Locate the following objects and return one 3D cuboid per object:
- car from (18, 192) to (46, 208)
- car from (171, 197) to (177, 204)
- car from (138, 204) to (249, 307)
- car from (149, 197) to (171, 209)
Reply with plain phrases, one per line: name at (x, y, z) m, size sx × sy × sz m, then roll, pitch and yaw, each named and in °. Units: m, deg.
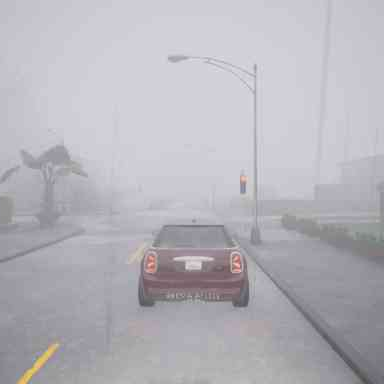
car at (-19.729, 0.985, 42.014) m, size 1.905 × 1.878 × 3.866 m, roll 0°, pitch 0°, yaw 35°
car at (-4.045, 1.563, 54.631) m, size 1.994 × 1.385 × 4.181 m, roll 0°, pitch 0°, yaw 0°
car at (0.050, 1.352, 8.139) m, size 2.097 × 1.767 × 4.553 m, roll 0°, pitch 0°, yaw 1°
car at (-4.073, 1.547, 40.556) m, size 2.033 × 1.411 × 5.357 m, roll 0°, pitch 0°, yaw 0°
